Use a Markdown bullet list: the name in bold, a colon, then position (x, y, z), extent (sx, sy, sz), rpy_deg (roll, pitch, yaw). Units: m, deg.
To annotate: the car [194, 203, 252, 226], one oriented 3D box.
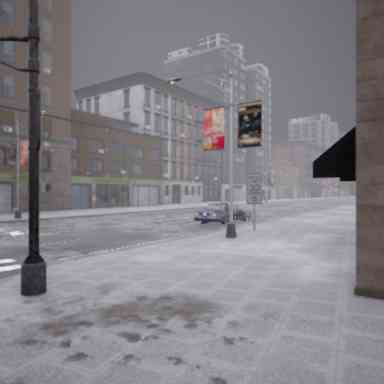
- **car**: position (2.245, 1.452, 22.848), extent (2.033, 1.411, 5.357), rpy_deg (0, 0, 35)
